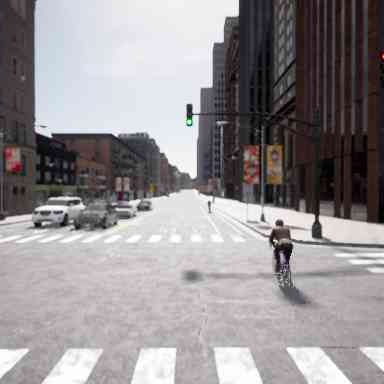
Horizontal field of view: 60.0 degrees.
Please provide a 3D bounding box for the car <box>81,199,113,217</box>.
[{"bbox_3d":[-9.875,1.632,35.107,2.097,1.767,4.553,0,0,0],"label":"car"}]

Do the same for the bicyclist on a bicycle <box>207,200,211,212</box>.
[{"bbox_3d":[2.213,1.793,42.417,0.582,1.620,1.656,0,-1,0],"label":"bicyclist on a bicycle"}]

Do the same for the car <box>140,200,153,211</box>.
[{"bbox_3d":[-6.629,1.876,46.770,1.837,1.490,4.892,0,0,0],"label":"car"}]

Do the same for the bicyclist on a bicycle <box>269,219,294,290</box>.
[{"bbox_3d":[2.240,1.520,8.348,0.582,1.620,1.656,0,0,0],"label":"bicyclist on a bicycle"}]

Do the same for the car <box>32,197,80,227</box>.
[{"bbox_3d":[-9.876,1.421,25.070,2.150,2.045,5.566,0,0,0],"label":"car"}]

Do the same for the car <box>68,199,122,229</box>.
[{"bbox_3d":[-6.619,1.538,23.313,2.097,1.767,4.553,0,0,0],"label":"car"}]

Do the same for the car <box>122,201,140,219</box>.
[{"bbox_3d":[-6.627,1.860,32.431,1.895,1.301,4.718,0,0,0],"label":"car"}]

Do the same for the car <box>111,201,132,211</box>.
[{"bbox_3d":[-9.880,1.972,46.923,1.895,1.301,4.718,0,0,0],"label":"car"}]
